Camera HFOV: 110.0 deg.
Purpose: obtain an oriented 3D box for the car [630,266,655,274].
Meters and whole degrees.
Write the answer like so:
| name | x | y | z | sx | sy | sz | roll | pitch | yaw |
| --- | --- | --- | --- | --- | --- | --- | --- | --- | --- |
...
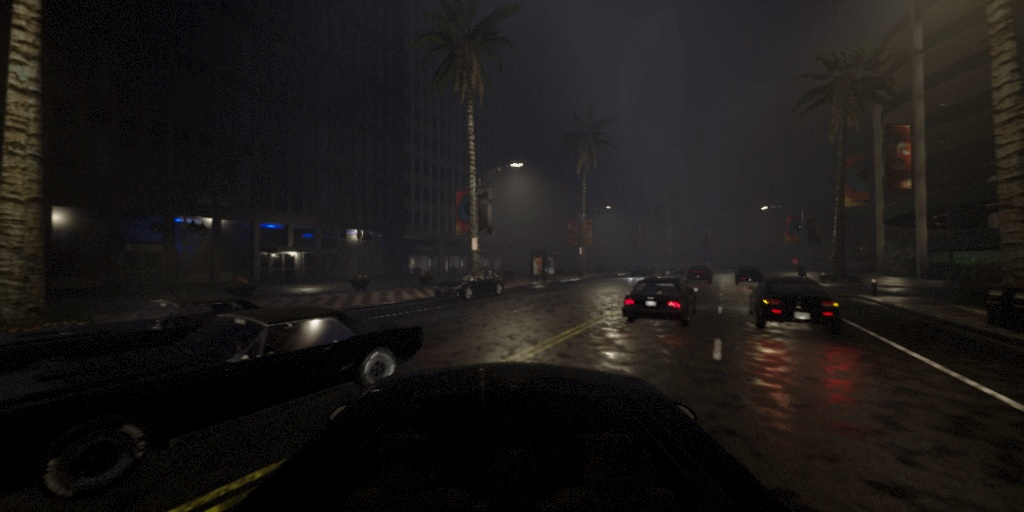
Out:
| name | x | y | z | sx | sy | sz | roll | pitch | yaw |
| --- | --- | --- | --- | --- | --- | --- | --- | --- | --- |
| car | 16.193 | 1.939 | 44.365 | 1.895 | 1.301 | 4.718 | -1 | -1 | 38 |

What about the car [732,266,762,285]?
| name | x | y | z | sx | sy | sz | roll | pitch | yaw |
| --- | --- | --- | --- | --- | --- | --- | --- | --- | --- |
| car | 18.912 | 1.534 | 28.746 | 1.837 | 1.490 | 4.892 | -1 | -1 | 31 |

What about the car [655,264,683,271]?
| name | x | y | z | sx | sy | sz | roll | pitch | yaw |
| --- | --- | --- | --- | --- | --- | --- | --- | --- | --- |
| car | 18.985 | 1.754 | 42.259 | 2.128 | 1.511 | 4.902 | -1 | -1 | 38 |

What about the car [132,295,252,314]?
| name | x | y | z | sx | sy | sz | roll | pitch | yaw |
| --- | --- | --- | --- | --- | --- | --- | --- | --- | --- |
| car | -6.417 | 1.463 | 6.781 | 1.895 | 1.301 | 4.718 | -1 | -1 | 30 |

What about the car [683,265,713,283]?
| name | x | y | z | sx | sy | sz | roll | pitch | yaw |
| --- | --- | --- | --- | --- | --- | --- | --- | --- | --- |
| car | 16.706 | 1.566 | 31.880 | 1.882 | 1.535 | 5.008 | -1 | -1 | 31 |

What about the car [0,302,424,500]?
| name | x | y | z | sx | sy | sz | roll | pitch | yaw |
| --- | --- | --- | --- | --- | --- | --- | --- | --- | --- |
| car | -3.507 | 1.417 | 4.826 | 1.895 | 1.301 | 4.718 | -1 | -1 | 30 |

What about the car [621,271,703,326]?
| name | x | y | z | sx | sy | sz | roll | pitch | yaw |
| --- | --- | --- | --- | --- | --- | --- | --- | --- | --- |
| car | 5.214 | 1.421 | 12.357 | 2.033 | 1.411 | 5.357 | -1 | -1 | 30 |

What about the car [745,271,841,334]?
| name | x | y | z | sx | sy | sz | roll | pitch | yaw |
| --- | --- | --- | --- | --- | --- | --- | --- | --- | --- |
| car | 8.497 | 1.361 | 11.062 | 1.812 | 1.442 | 4.674 | -1 | -1 | 30 |
